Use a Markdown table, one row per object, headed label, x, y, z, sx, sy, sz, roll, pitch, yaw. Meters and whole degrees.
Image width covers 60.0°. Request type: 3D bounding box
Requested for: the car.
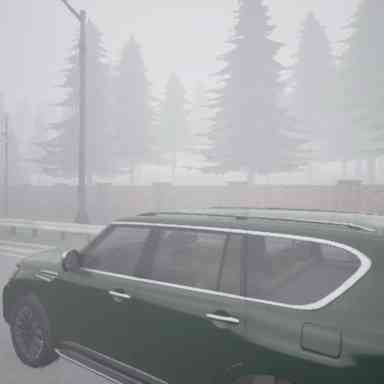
| label | x | y | z | sx | sy | sz | roll | pitch | yaw |
| --- | --- | --- | --- | --- | --- | --- | --- | --- | --- |
| car | -0.011 | 1.201 | 4.002 | 5.566 | 2.045 | 2.150 | 1 | 1 | 36 |
